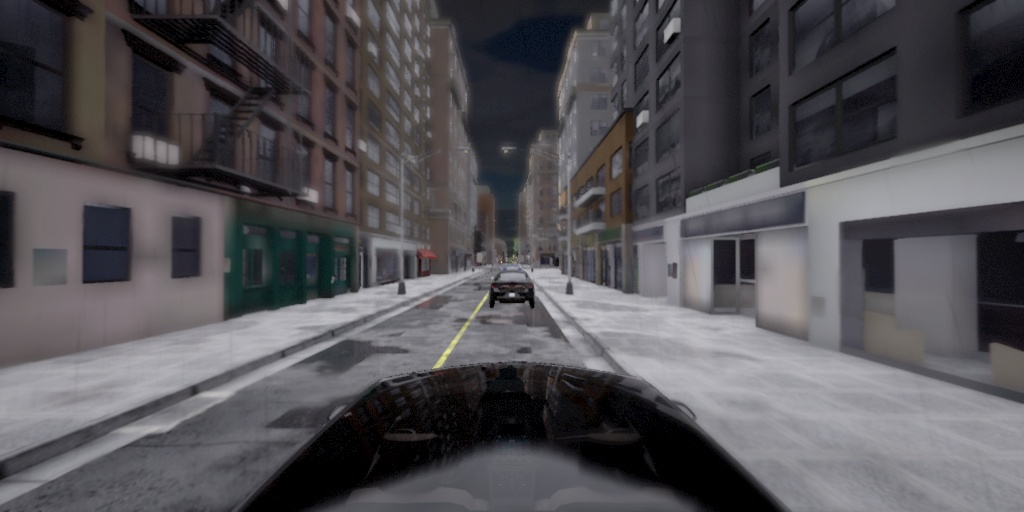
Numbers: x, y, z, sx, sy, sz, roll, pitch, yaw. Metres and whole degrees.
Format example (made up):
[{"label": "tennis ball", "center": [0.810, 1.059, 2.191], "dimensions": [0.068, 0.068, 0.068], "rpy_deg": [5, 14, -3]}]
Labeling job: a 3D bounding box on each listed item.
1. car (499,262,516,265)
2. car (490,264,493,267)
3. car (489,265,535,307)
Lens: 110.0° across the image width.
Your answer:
[{"label": "car", "center": [0.012, 1.515, 31.327], "dimensions": [1.882, 1.535, 5.008], "rpy_deg": [0, 0, 0]}, {"label": "car", "center": [-2.741, 1.968, 61.482], "dimensions": [1.895, 1.301, 4.718], "rpy_deg": [0, -1, 0]}, {"label": "car", "center": [0.009, 1.366, 16.334], "dimensions": [1.882, 1.535, 5.008], "rpy_deg": [0, 0, 0]}]
